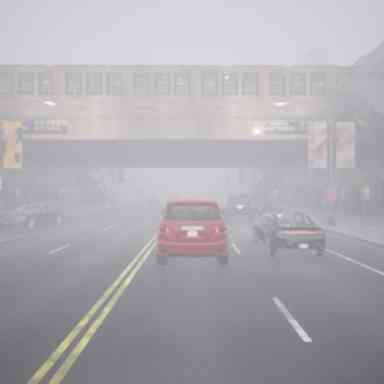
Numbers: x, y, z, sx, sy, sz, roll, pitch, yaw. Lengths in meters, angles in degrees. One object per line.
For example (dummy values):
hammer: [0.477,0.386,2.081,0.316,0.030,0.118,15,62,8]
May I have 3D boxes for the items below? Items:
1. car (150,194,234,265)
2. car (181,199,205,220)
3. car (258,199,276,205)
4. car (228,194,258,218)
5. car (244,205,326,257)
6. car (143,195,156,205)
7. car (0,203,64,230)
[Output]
car: [0.040,1.228,11.847,2.150,2.045,5.566,0,0,1]
car: [0.112,1.490,29.129,1.882,1.535,5.008,0,0,1]
car: [6.737,1.608,32.274,1.895,1.301,4.718,0,0,0]
car: [3.569,1.234,26.804,2.150,2.045,5.566,0,0,1]
car: [3.552,1.497,12.938,2.128,1.511,4.902,0,0,1]
car: [-6.909,1.377,58.475,2.097,1.767,4.553,0,0,0]
car: [-9.997,1.490,21.051,2.231,1.521,4.892,0,0,10]
